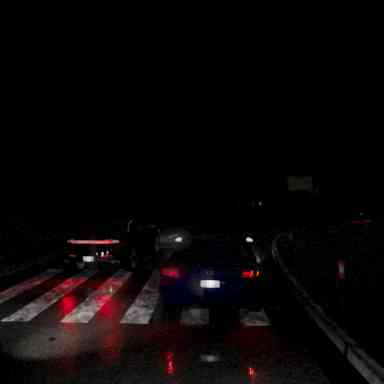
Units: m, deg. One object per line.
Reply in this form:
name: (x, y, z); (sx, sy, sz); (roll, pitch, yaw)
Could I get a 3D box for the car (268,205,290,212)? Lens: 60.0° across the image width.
car: (19.082, 3.752, 73.234); (4.553, 1.767, 2.097); (-4, -6, 41)

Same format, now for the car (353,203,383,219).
car: (18.032, 1.882, 33.423); (4.902, 1.511, 2.128); (0, -3, -40)

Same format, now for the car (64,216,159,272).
car: (-2.377, 1.521, 10.995); (2.128, 1.511, 4.902); (-1, 0, 7)

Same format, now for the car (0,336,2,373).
car: (-3.075, 1.505, 1.776); (1.837, 1.490, 4.892); (0, -1, 1)

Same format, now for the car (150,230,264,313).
car: (0.503, 1.561, 7.782); (1.994, 1.385, 4.181); (0, 0, 5)
